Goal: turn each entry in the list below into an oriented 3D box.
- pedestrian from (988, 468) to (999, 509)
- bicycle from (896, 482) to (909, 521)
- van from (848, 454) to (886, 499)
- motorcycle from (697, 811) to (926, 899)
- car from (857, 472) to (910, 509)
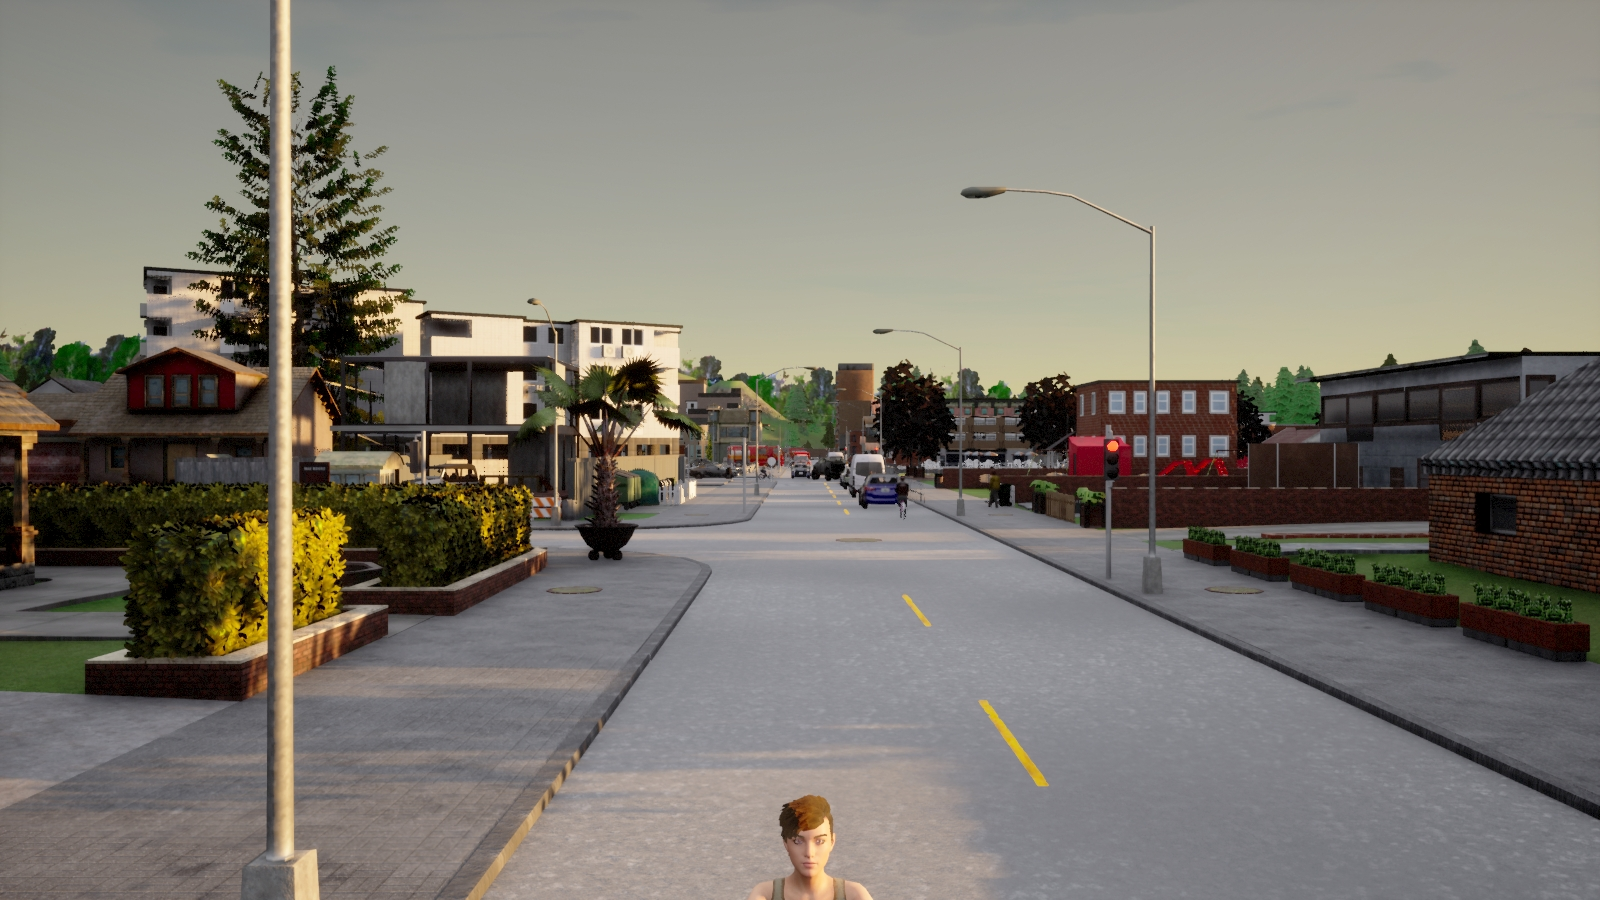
[{"bbox_3d":[8.805,1.744,52.073,0.375,1.860,0.375,0,0,-14],"label":"pedestrian"},{"bbox_3d":[4.095,2.060,45.779,0.329,1.471,1.835,0,0,0],"label":"bicycle"},{"bbox_3d":[4.035,1.535,69.329,1.988,2.561,5.915,0,0,0],"label":"van"},{"bbox_3d":[0.039,2.155,3.558,0.764,1.307,2.356,0,0,0],"label":"motorcycle"},{"bbox_3d":[4.046,1.965,56.170,2.242,1.667,4.611,0,0,0],"label":"car"}]
